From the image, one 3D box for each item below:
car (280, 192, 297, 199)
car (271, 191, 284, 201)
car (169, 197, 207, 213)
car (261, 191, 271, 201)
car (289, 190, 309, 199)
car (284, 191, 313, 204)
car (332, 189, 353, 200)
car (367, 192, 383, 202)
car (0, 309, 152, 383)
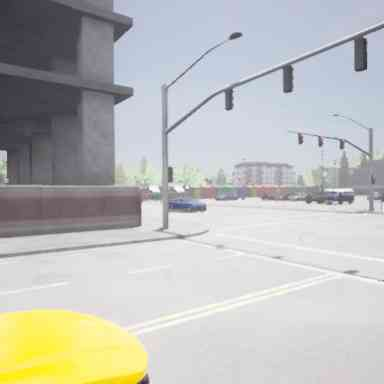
[{"bbox_3d":[22.355,0.746,76.801,3.905,1.438,1.784,-1,0,-35],"label":"car"},{"bbox_3d":[16.451,0.895,59.016,3.905,1.438,1.784,-1,0,-35],"label":"car"},{"bbox_3d":[-0.493,1.235,33.016,1.882,1.535,5.008,-1,0,-36],"label":"car"},{"bbox_3d":[14.862,0.684,61.179,4.605,1.855,1.932,-1,0,-35],"label":"car"},{"bbox_3d":[23.970,0.537,74.395,4.605,1.855,1.932,-1,0,-35],"label":"car"},{"bbox_3d":[18.119,0.927,56.650,3.806,1.475,1.970,-1,0,-35],"label":"car"},{"bbox_3d":[38.275,0.370,84.510,3.866,1.878,1.905,-1,0,-35],"label":"car"},{"bbox_3d":[33.785,0.782,60.640,3.806,1.475,1.970,-1,0,-35],"label":"car"},{"bbox_3d":[-2.620,1.487,1.941,5.008,1.535,1.882,-1,0,-35],"label":"car"}]
